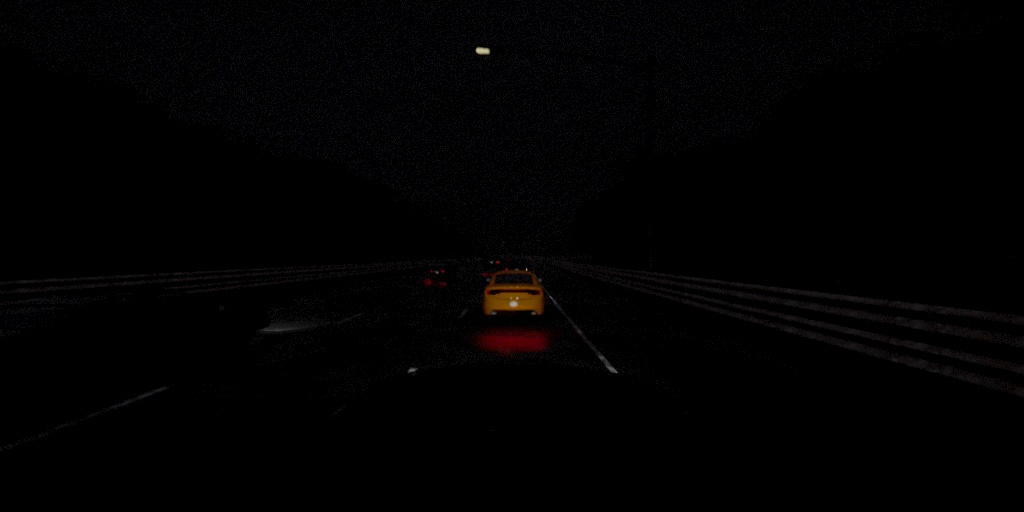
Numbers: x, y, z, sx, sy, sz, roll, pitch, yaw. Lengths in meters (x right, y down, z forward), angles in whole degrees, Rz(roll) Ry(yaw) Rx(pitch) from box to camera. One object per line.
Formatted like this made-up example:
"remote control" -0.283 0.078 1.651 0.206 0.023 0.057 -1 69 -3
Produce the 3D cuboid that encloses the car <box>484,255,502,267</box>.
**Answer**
"car" -2.366 0.940 46.875 2.150 2.045 5.566 0 0 3

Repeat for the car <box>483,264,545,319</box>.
"car" 0.077 1.230 12.786 1.882 1.535 5.008 0 0 1

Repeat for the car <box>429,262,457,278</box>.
"car" -6.386 1.260 33.312 1.812 1.442 4.674 0 0 2

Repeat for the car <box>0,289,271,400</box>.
"car" -6.942 1.294 6.407 2.033 1.411 5.357 0 0 1

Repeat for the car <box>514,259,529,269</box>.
"car" 1.568 1.203 56.588 2.128 1.511 4.902 0 0 3

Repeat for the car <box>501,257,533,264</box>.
"car" 0.452 1.096 30.693 2.097 1.767 4.553 0 0 2
